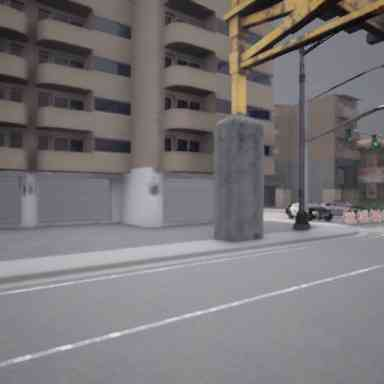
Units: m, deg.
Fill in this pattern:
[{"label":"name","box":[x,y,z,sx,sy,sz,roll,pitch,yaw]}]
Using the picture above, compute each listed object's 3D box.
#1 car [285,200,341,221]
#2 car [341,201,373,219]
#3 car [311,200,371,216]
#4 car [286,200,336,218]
[{"label":"car","box":[9.624,1.508,27.332,2.038,1.542,4.974,0,0,-10]},{"label":"car","box":[13.207,1.518,29.469,4.974,1.542,2.038,0,0,35]},{"label":"car","box":[13.164,1.360,29.499,4.536,1.218,1.853,0,0,35]},{"label":"car","box":[9.615,1.351,27.383,1.853,1.218,4.536,0,0,-10]}]
